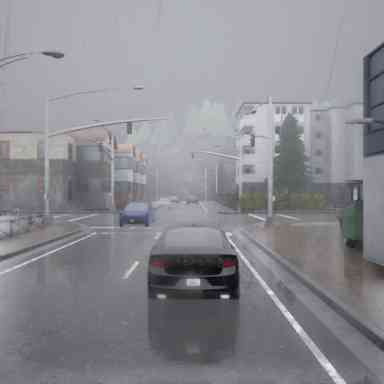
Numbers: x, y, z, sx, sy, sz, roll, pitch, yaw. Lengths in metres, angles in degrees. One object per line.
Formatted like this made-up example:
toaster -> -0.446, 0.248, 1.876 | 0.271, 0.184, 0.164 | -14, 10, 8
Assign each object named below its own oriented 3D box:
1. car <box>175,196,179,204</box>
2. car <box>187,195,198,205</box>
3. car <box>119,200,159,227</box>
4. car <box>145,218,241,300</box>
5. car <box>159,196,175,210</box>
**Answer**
car -> -3.542, 1.477, 63.791 | 1.882, 1.535, 5.008 | 0, 0, 1
car -> 0.096, 1.352, 60.280 | 2.097, 1.767, 4.553 | 0, 0, 0
car -> -3.586, 1.397, 22.384 | 1.882, 1.535, 5.008 | 1, 1, 0
car -> 0.049, 1.478, 8.475 | 1.882, 1.535, 5.008 | 0, 0, 1
car -> -3.606, 1.526, 43.098 | 1.812, 1.442, 4.674 | 0, 0, 0
